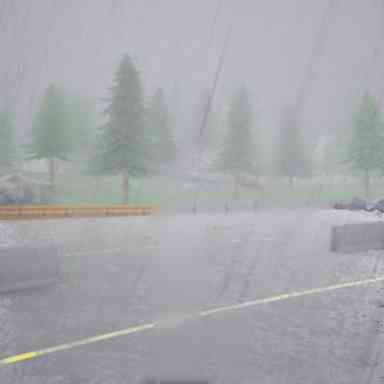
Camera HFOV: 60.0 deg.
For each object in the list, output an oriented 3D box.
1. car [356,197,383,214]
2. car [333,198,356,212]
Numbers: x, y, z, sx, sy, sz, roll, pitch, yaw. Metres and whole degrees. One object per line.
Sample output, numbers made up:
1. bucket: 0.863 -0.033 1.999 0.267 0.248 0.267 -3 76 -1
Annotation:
1. car: 18.503 1.214 31.494 4.902 1.511 2.128 -1 1 -23
2. car: 16.762 1.272 34.557 4.181 1.385 1.994 -1 1 -23
